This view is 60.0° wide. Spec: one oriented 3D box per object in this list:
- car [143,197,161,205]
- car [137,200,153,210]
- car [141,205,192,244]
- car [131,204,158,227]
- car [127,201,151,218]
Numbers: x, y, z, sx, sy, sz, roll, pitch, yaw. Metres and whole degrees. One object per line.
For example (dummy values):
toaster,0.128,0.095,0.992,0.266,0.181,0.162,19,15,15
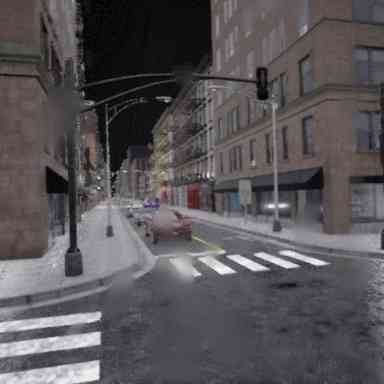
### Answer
car,-5.682,1.786,47.302,2.150,2.045,5.566,-2,0,-13
car,-8.157,2.188,57.226,2.128,1.511,4.902,-2,0,-14
car,-1.368,1.701,17.652,1.882,1.535,5.008,-2,0,-14
car,-3.585,1.959,26.689,1.895,1.301,4.718,-2,0,-14
car,-5.953,2.027,36.356,1.812,1.442,4.674,-2,0,-14
